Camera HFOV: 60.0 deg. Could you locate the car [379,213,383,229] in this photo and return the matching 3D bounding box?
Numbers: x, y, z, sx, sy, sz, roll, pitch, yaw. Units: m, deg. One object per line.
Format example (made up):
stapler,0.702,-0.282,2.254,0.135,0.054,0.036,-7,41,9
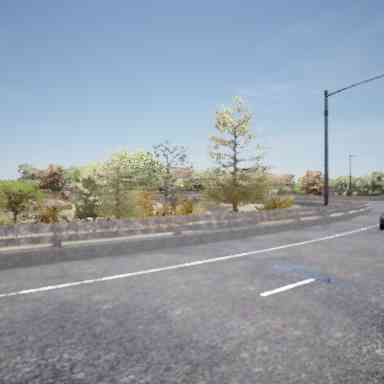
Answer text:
car,13.237,1.561,20.948,1.812,1.442,4.674,0,0,43
